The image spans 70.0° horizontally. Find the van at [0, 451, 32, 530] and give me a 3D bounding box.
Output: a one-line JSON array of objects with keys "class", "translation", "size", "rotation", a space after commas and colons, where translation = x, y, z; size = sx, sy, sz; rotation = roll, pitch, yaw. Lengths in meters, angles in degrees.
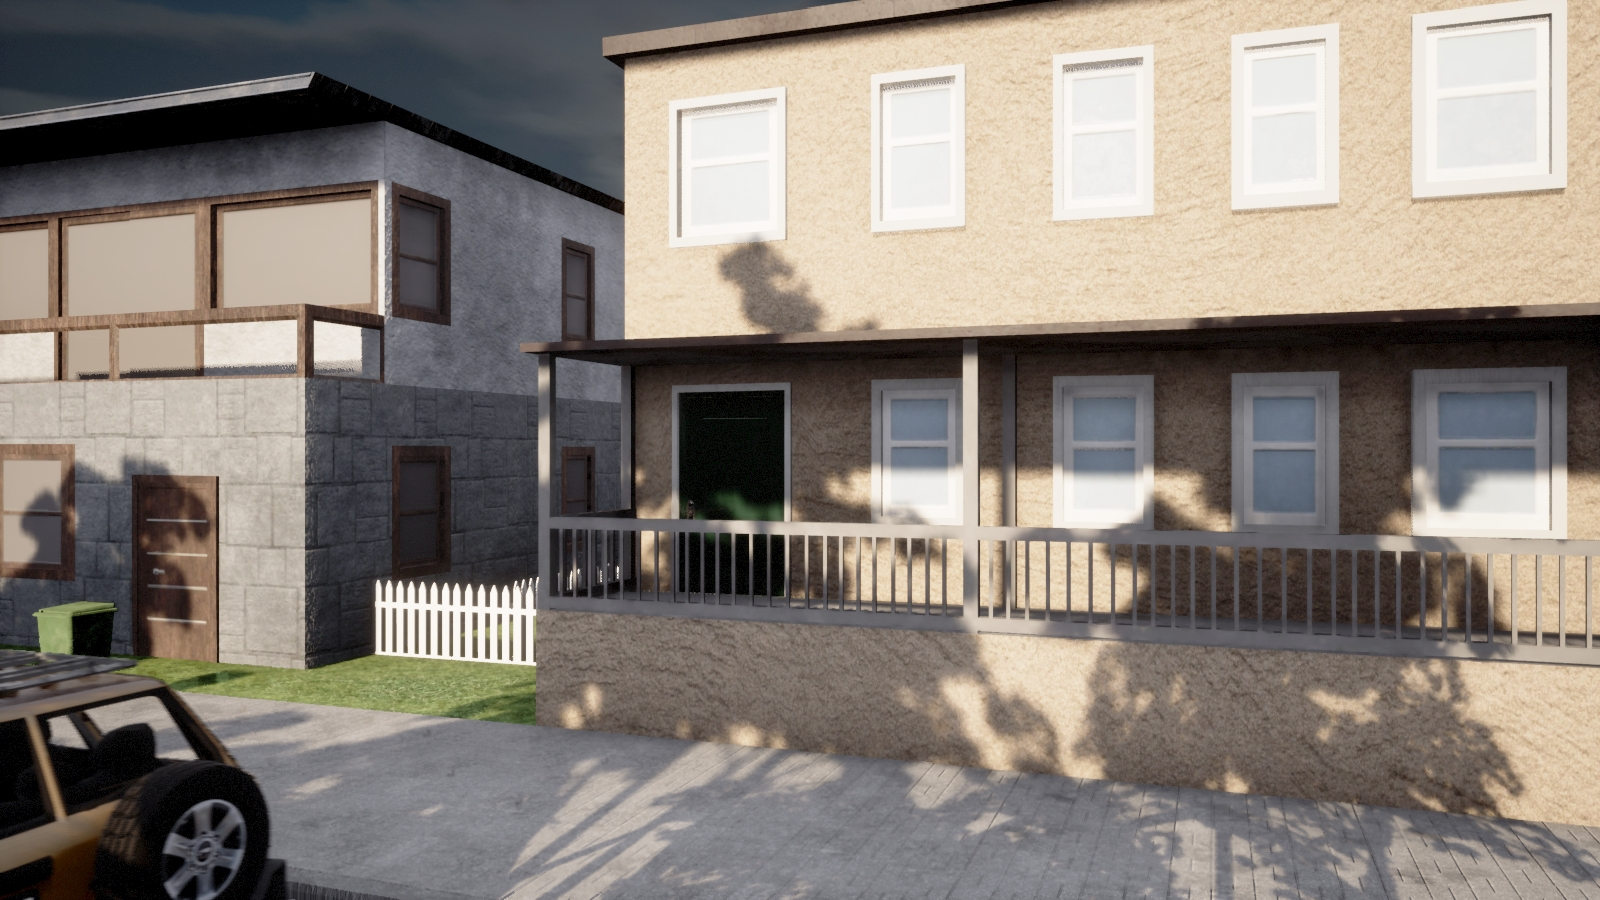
[{"class": "van", "translation": [-27.753, 1.329, 35.973], "size": [1.988, 2.561, 5.915], "rotation": [0, 0, 20]}]

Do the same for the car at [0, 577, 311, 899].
[{"class": "car", "translation": [-4.929, 1.645, 5.565], "size": [4.605, 1.855, 1.932], "rotation": [0, 0, 20]}]
